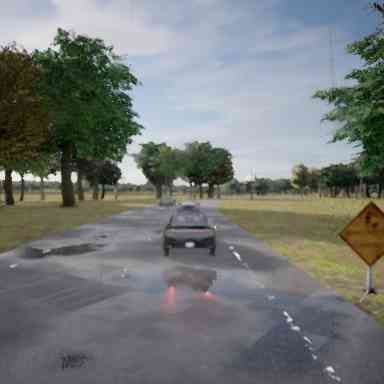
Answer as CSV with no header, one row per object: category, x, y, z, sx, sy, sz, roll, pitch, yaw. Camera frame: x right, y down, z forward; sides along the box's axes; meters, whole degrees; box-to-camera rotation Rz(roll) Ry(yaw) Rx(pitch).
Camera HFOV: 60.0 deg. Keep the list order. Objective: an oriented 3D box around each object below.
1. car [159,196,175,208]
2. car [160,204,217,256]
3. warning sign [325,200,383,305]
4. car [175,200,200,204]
car,-3.311,1.329,45.385,1.837,1.490,4.892,0,0,4
car,-0.101,1.452,13.014,2.128,1.511,4.902,0,0,-1
warning sign,3.480,1.098,6.508,1.300,1.860,1.060,0,1,-1
car,-0.241,1.411,29.182,1.812,1.442,4.674,0,0,1
